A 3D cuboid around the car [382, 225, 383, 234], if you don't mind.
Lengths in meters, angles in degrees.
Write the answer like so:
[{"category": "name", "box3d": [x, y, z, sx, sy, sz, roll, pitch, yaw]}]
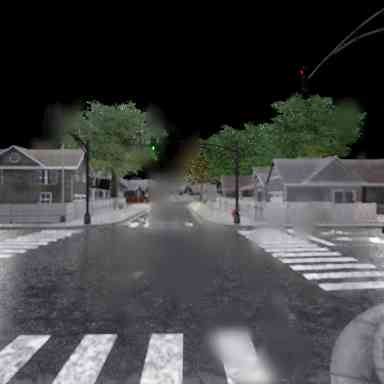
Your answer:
[{"category": "car", "box3d": [11.625, 1.621, 16.149, 4.181, 1.385, 1.994, 0, -1, -1]}]
